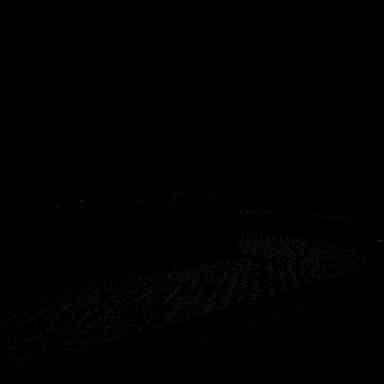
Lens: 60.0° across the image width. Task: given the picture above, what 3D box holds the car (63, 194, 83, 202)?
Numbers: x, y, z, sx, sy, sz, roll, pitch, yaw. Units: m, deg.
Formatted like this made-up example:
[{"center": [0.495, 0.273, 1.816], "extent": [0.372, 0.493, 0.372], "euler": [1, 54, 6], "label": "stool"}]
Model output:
[{"center": [-17.191, 1.131, 47.938], "extent": [1.837, 1.490, 4.892], "euler": [-3, 2, -36], "label": "car"}]
